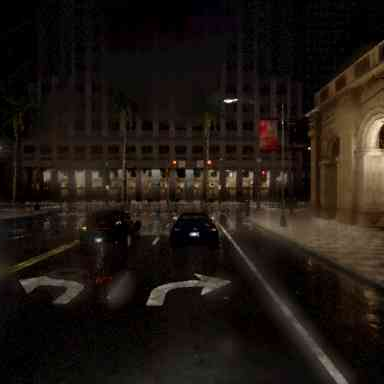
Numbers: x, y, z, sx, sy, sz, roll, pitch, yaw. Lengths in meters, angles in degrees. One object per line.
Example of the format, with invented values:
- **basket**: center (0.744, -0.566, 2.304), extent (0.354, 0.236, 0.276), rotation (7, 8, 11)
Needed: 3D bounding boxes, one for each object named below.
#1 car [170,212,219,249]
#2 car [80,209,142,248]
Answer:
- **car**: center (0.096, 1.570, 14.595), extent (1.994, 1.385, 4.181), rotation (0, 0, 0)
- **car**: center (-3.404, 1.514, 14.620), extent (1.837, 1.490, 4.892), rotation (0, 0, 0)
